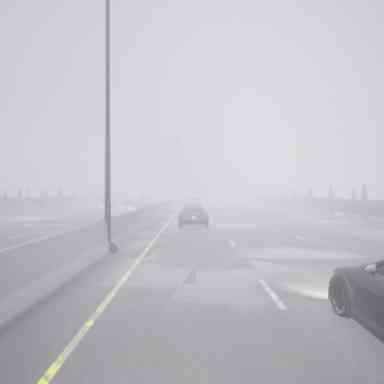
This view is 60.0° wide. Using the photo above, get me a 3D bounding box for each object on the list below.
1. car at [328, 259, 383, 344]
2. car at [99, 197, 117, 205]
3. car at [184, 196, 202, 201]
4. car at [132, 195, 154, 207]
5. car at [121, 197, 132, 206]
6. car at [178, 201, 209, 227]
[{"bbox_3d":[3.602,1.557,4.721,1.994,1.385,4.181,0,0,0],"label":"car"},{"bbox_3d":[-13.728,1.489,54.605,1.994,1.385,4.181,0,0,2],"label":"car"},{"bbox_3d":[0.147,1.297,40.143,2.097,1.767,4.553,0,0,0],"label":"car"},{"bbox_3d":[-6.895,1.285,48.685,2.097,1.767,4.553,0,0,2],"label":"car"},{"bbox_3d":[-10.237,1.527,54.288,1.895,1.301,4.718,0,0,2],"label":"car"},{"bbox_3d":[0.105,1.533,22.434,1.994,1.385,4.181,0,0,0],"label":"car"}]
